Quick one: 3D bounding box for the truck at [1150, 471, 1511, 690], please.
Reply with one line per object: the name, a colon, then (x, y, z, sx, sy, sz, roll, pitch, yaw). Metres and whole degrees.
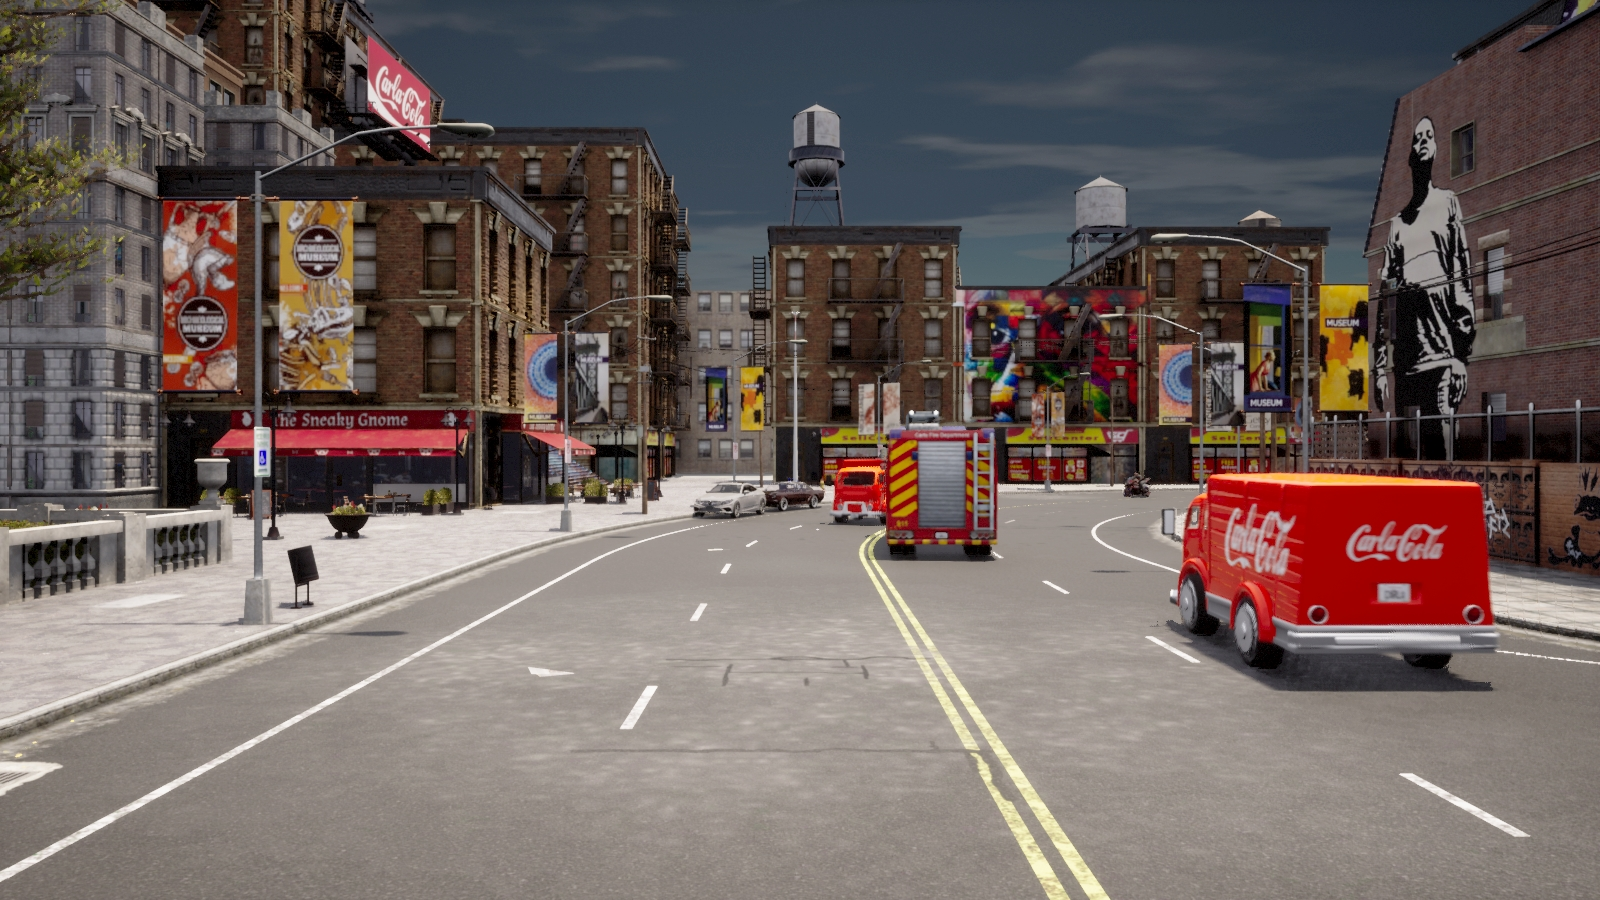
truck: (6.996, 1.575, 15.954, 2.627, 2.467, 5.204, 0, 0, 0)

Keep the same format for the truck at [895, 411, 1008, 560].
truck: (4.254, 0.904, 33.662, 2.891, 3.827, 8.468, 0, 0, 5)

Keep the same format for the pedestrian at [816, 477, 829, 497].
pedestrian: (1.287, 2.102, 65.348, 0.500, 1.100, 0.500, 0, 0, 35)

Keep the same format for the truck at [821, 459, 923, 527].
truck: (2.891, 1.586, 44.637, 2.627, 2.467, 5.204, 0, 0, 20)

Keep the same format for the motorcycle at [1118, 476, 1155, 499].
motorcycle: (20.055, 2.232, 68.036, 2.209, 1.251, 0.867, 0, 1, -33)
